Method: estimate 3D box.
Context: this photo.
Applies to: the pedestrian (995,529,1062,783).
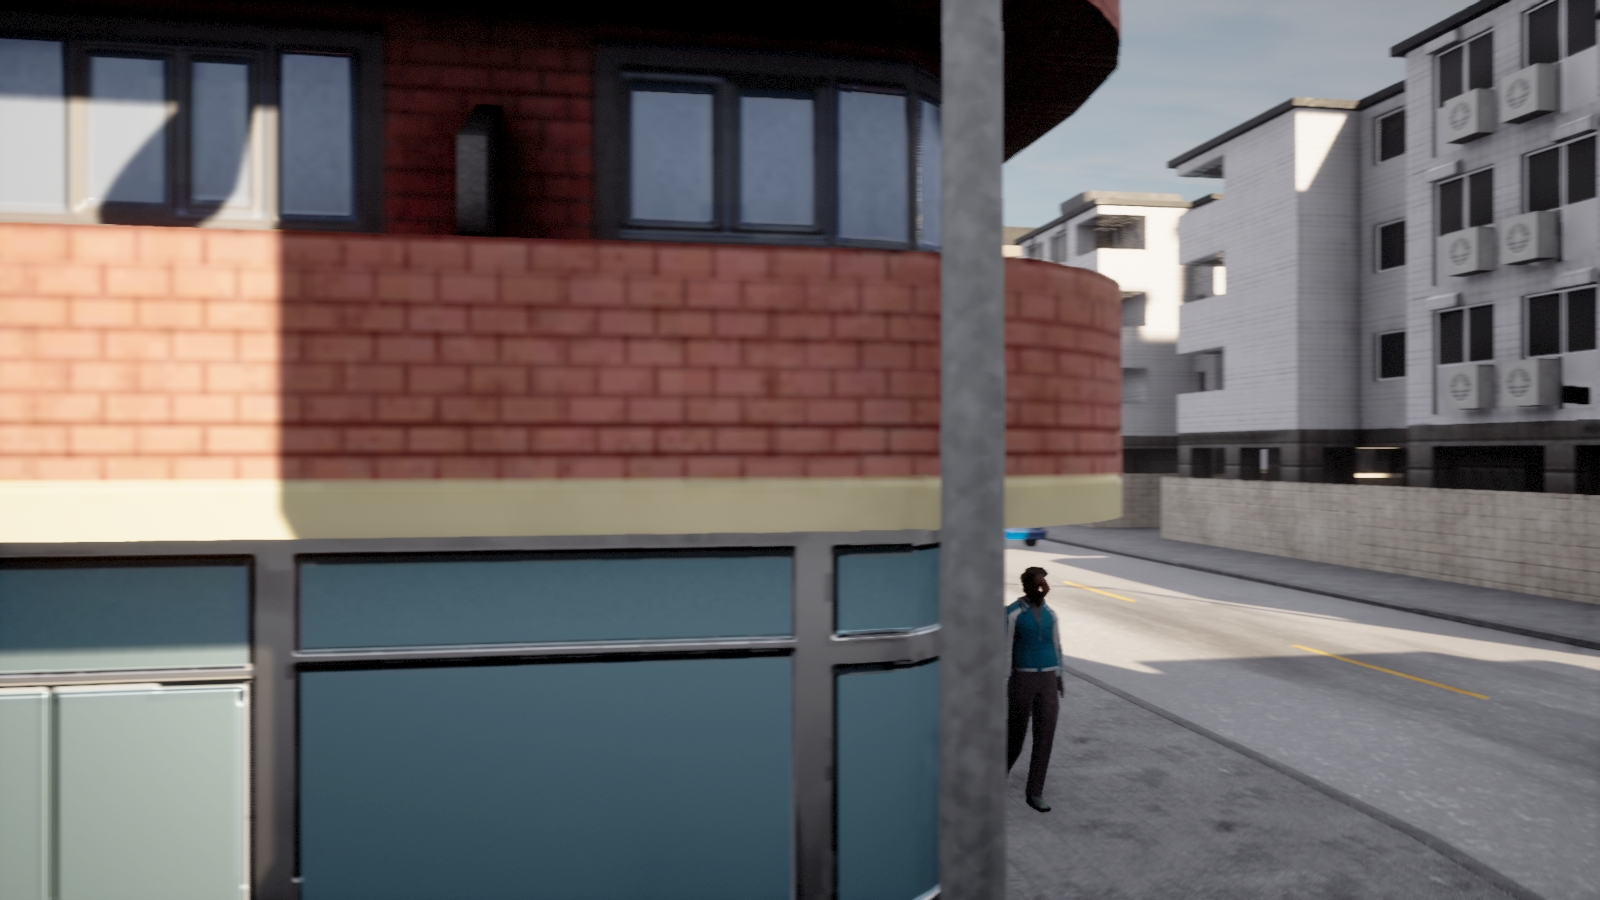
[{"bbox_3d":[1.739,1.545,8.712,0.375,1.860,0.375,0,0,-13],"label":"pedestrian"}]
